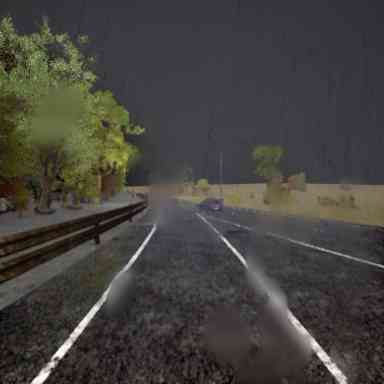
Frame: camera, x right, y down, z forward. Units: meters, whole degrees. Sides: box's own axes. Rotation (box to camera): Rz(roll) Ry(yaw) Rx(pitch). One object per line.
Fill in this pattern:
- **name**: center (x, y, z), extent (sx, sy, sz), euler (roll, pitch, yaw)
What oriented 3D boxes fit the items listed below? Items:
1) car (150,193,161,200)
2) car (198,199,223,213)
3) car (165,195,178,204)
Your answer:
- **car**: center (-9.887, 1.335, 92.828), extent (2.097, 1.767, 4.553), euler (0, 0, -12)
- **car**: center (1.984, 1.482, 35.674), extent (1.812, 1.442, 4.674), euler (0, 0, -12)
- **car**: center (-4.125, 1.329, 65.066), extent (2.097, 1.767, 4.553), euler (0, 0, -12)
